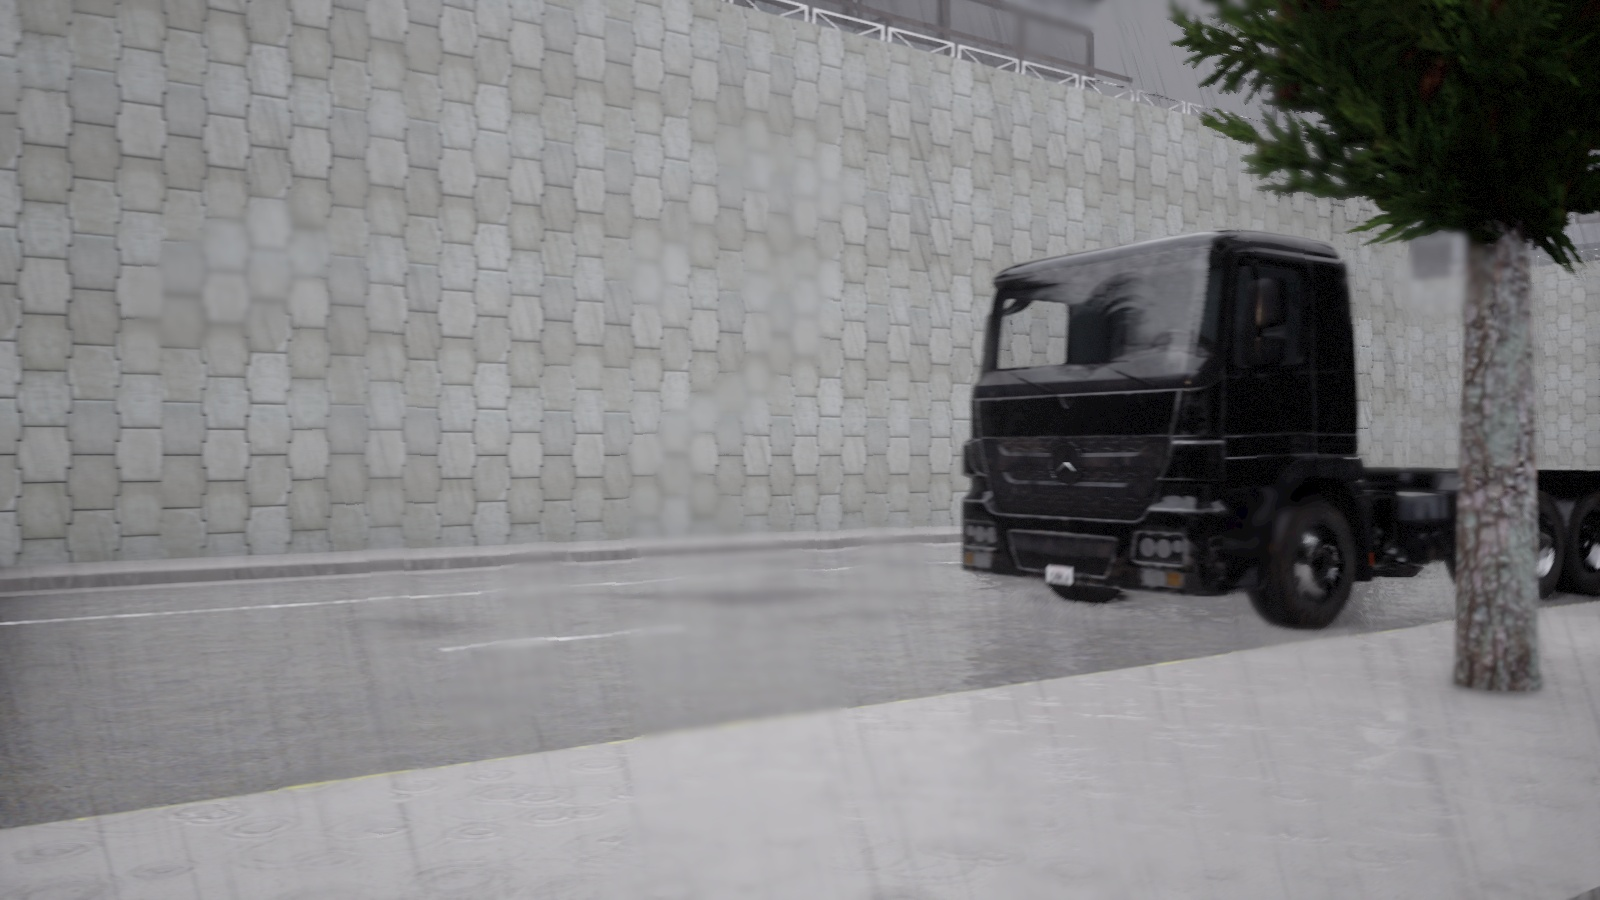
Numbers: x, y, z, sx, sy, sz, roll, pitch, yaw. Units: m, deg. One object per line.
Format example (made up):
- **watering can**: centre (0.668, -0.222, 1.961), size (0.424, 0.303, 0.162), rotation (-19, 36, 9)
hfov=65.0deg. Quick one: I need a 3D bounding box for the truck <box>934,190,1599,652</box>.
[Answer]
- **truck**: centre (5.344, -0.217, 12.865), size (7.936, 3.462, 2.891), rotation (0, 0, -35)
